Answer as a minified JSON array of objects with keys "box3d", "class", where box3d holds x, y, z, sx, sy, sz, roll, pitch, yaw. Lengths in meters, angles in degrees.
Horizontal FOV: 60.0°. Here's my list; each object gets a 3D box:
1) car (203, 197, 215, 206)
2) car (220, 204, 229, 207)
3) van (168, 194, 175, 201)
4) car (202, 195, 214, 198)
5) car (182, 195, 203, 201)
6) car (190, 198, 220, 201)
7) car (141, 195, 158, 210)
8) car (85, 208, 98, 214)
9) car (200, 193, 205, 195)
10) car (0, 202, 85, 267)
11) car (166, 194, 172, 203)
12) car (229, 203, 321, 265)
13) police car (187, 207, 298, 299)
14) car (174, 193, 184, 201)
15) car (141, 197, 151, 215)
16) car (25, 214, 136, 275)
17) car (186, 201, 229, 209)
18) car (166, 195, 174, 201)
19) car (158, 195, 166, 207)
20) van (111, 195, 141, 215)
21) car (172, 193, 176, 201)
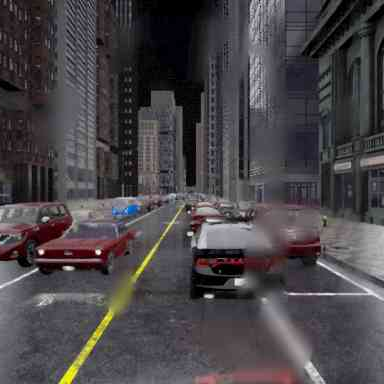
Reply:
[{"box3d":[2.837,1.589,56.702,1.947,1.339,4.313,0,0,0],"class":"car"},{"box3d":[2.783,1.551,17.219,2.008,1.369,4.403,0,0,0],"class":"car"},{"box3d":[-5.642,1.389,90.554,1.690,1.788,3.998,0,0,0],"class":"van"},{"box3d":[2.821,1.455,45.421,1.967,1.590,4.097,0,0,0],"class":"car"},{"box3d":[0.087,1.506,45.591,2.128,1.511,4.902,0,0,1],"class":"car"},{"box3d":[0.933,1.458,24.679,1.801,1.575,5.366,0,0,0],"class":"car"},{"box3d":[-5.712,1.325,39.787,2.192,1.841,5.009,0,0,0],"class":"car"},{"box3d":[-5.743,1.526,17.054,1.752,1.417,4.829,0,0,0],"class":"car"},{"box3d":[2.861,1.580,73.624,1.887,1.381,4.507,0,0,0],"class":"car"},{"box3d":[-5.751,1.314,11.584,2.192,1.841,5.009,0,0,0],"class":"car"},{"box3d":[-5.672,1.597,67.991,1.947,1.339,4.313,0,0,0],"class":"car"},{"box3d":[2.774,1.315,11.579,2.192,1.841,5.009,0,0,0],"class":"car"},{"box3d":[0.897,1.425,8.600,1.930,1.638,5.238,0,0,0],"class":"police car"},{"box3d":[-2.898,1.263,81.712,2.150,2.045,5.566,0,0,0],"class":"car"},{"box3d":[-5.719,1.558,34.146,2.008,1.369,4.403,0,0,0],"class":"car"},{"box3d":[-3.086,1.600,10.540,1.895,1.301,4.718,0,0,0],"class":"car"},{"box3d":[0.803,1.479,18.462,1.882,1.535,5.008,0,0,-2],"class":"car"},{"box3d":[-5.649,1.569,84.743,1.752,1.417,4.829,0,0,0],"class":"car"},{"box3d":[-5.697,1.334,51.069,2.192,1.841,5.009,0,0,0],"class":"car"},{"box3d":[-5.728,1.345,28.506,1.690,1.788,3.998,0,0,0],"class":"van"},{"box3d":[-5.657,1.590,79.272,2.008,1.369,4.403,0,0,0],"class":"car"}]
